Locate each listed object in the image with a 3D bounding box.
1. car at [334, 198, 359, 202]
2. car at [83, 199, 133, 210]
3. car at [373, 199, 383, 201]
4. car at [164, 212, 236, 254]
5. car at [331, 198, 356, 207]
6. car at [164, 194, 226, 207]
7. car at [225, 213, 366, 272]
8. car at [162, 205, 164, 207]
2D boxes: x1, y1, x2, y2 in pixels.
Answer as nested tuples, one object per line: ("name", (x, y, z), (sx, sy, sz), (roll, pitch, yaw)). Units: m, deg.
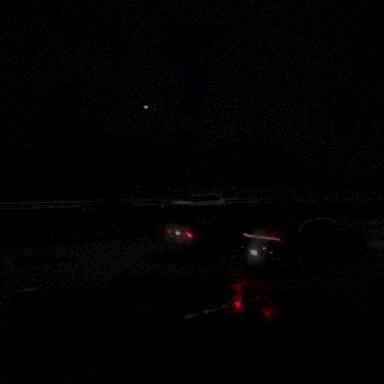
("car", (24.493, 1.704, 51.487), (4.674, 1.442, 1.812), (1, 0, -35))
("car", (-8.183, 1.470, 32.543), (4.892, 1.490, 1.837), (0, 0, -35))
("car", (24.313, 1.619, 42.788), (4.892, 1.490, 1.837), (1, -1, -35))
("car", (1.536, 1.521, 13.430), (5.357, 1.411, 2.033), (0, 0, -35))
("car", (25.760, 1.799, 56.663), (4.181, 1.385, 1.994), (1, -1, -35))
("car", (0.611, 1.180, 30.216), (5.566, 2.045, 2.150), (0, 0, -35))
("car", (3.706, 1.464, 10.686), (4.902, 1.511, 2.128), (0, 0, -36))
("car", (-0.740, 1.560, 33.550), (4.718, 1.301, 1.895), (0, 0, -35))
